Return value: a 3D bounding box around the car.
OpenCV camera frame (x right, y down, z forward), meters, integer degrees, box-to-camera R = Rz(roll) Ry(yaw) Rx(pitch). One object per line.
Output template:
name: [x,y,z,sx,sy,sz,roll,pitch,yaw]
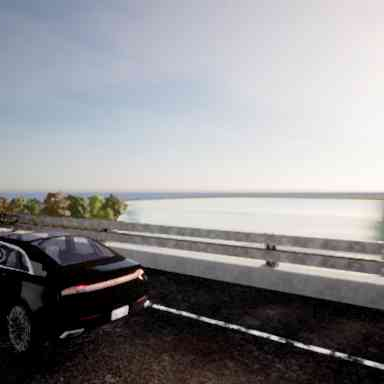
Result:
car: [-2.980,1.490,6.126,4.902,1.511,2.128,0,0,36]
